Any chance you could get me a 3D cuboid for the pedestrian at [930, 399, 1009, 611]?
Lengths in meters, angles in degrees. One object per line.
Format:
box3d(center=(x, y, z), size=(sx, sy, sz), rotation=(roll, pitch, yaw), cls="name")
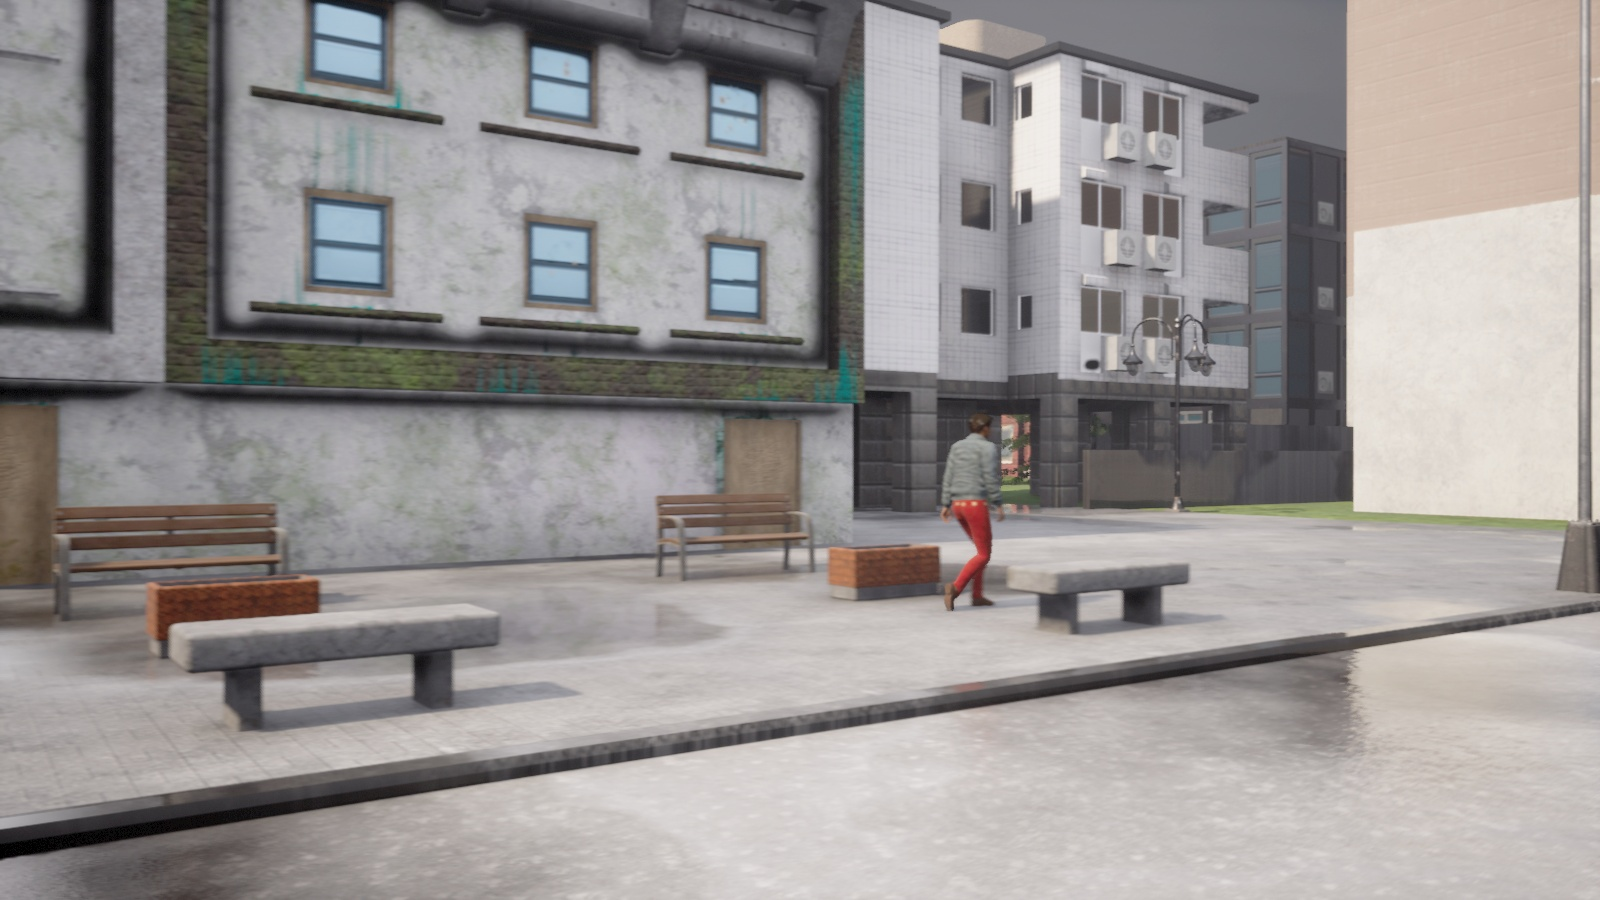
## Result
box3d(center=(1.516, 0.479, 11.230), size=(0.614, 1.847, 0.353), rotation=(0, 0, -34), cls="pedestrian")
